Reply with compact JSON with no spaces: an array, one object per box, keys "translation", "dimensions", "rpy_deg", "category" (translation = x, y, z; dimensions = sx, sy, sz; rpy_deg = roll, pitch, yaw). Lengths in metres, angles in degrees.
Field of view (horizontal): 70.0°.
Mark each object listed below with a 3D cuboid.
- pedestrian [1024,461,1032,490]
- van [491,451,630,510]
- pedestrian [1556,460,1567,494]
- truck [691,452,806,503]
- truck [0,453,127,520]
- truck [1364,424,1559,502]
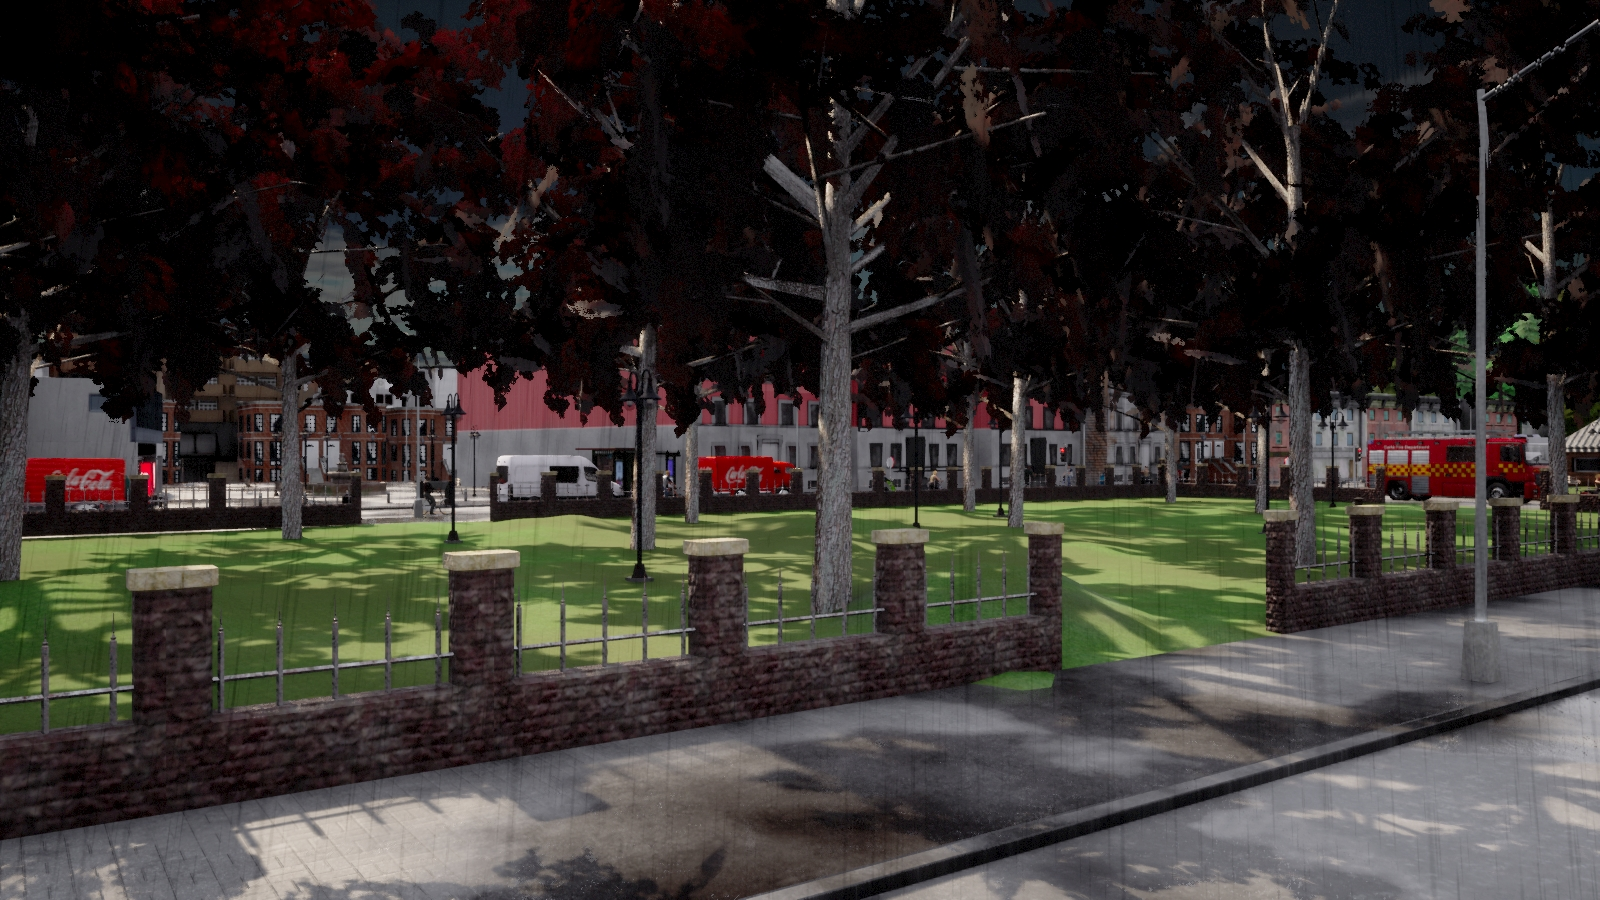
[{"translation":[14.569,1.607,72.906],"dimensions":[0.375,1.860,0.375],"rpy_deg":[0,0,-8],"category":"pedestrian"},{"translation":[-10.854,1.306,52.106],"dimensions":[5.915,2.561,1.988],"rpy_deg":[0,0,-35],"category":"van"},{"translation":[42.516,1.496,63.787],"dimensions":[0.375,1.860,0.375],"rpy_deg":[0,0,-28],"category":"pedestrian"},{"translation":[-2.582,1.335,57.891],"dimensions":[5.204,2.467,2.627],"rpy_deg":[0,0,-35],"category":"truck"},{"translation":[-29.149,1.347,44.154],"dimensions":[5.204,2.467,2.627],"rpy_deg":[0,0,-35],"category":"truck"},{"translation":[34.631,0.645,60.204],"dimensions":[2.891,3.827,8.468],"rpy_deg":[0,0,-34],"category":"truck"}]
